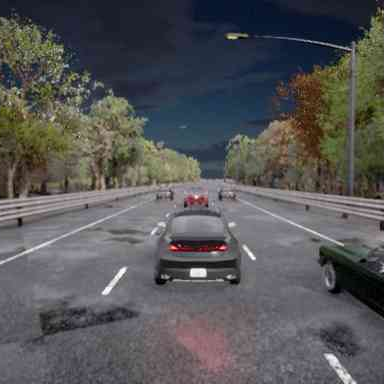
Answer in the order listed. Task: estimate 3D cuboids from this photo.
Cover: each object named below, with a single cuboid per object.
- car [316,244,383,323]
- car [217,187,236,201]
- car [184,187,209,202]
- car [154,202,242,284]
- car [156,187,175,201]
[{"bbox_3d":[3.612,1.427,5.109,1.895,1.301,4.718,0,2,0],"label":"car"},{"bbox_3d":[3.990,0.191,38.762,2.128,1.511,4.902,0,1,1],"label":"car"},{"bbox_3d":[0.342,0.363,29.590,2.097,1.767,4.553,0,2,0],"label":"car"},{"bbox_3d":[0.130,1.211,8.642,1.837,1.490,4.892,0,1,0],"label":"car"},{"bbox_3d":[-3.015,0.195,38.621,2.128,1.511,4.902,0,1,1],"label":"car"}]
